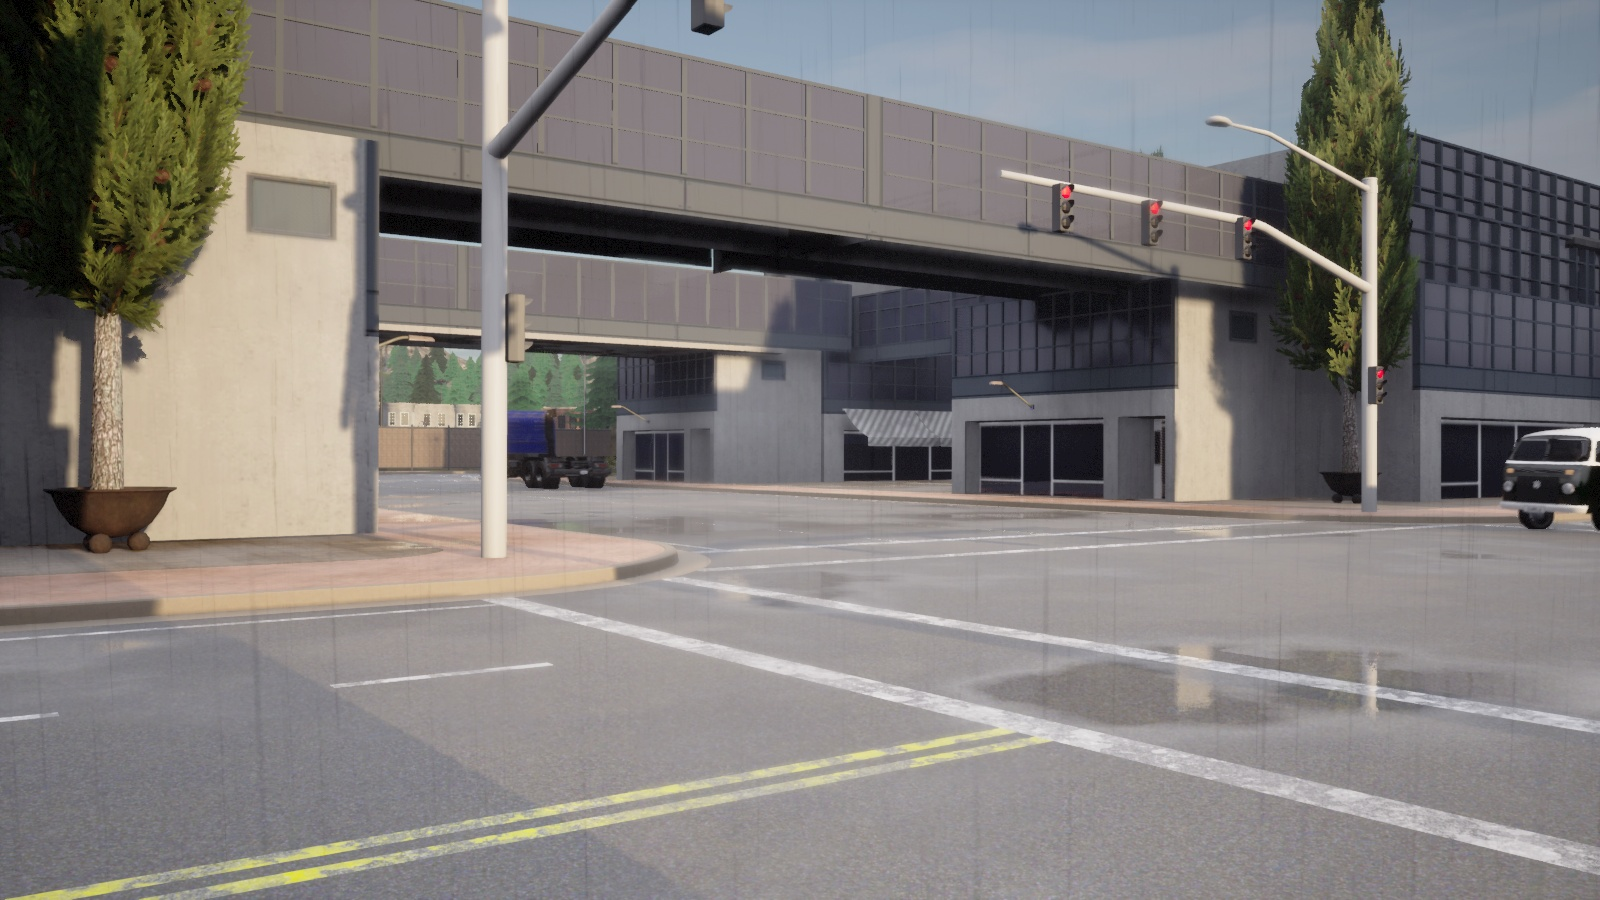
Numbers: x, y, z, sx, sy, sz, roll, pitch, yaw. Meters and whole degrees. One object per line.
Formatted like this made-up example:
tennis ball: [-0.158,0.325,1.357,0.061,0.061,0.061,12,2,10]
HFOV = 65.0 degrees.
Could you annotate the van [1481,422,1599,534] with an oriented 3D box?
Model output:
van: [15.861,0.495,24.631,4.480,2.038,2.069,0,1,-23]

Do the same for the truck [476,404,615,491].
truck: [-11.118,-0.081,54.268,2.891,3.462,7.936,0,0,-36]
